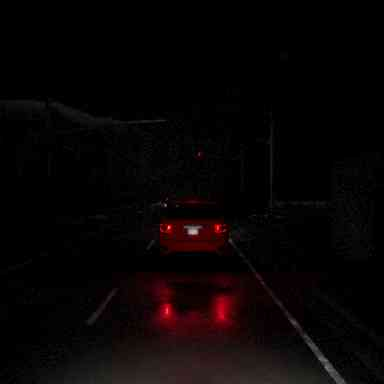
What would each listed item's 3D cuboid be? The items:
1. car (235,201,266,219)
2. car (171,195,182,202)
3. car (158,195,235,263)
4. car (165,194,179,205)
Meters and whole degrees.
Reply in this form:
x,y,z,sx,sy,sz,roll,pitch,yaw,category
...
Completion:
x,y,z,sx,sy,sz,roll,pitch,yaw,category
4.254,1.495,28.626,4.674,1.442,1.812,0,-1,-34,car
-3.479,1.413,74.222,2.128,1.511,4.902,0,0,0,car
0.058,1.203,12.008,2.150,2.045,5.566,0,0,1,car
-3.530,1.267,58.923,2.097,1.767,4.553,0,0,1,car
